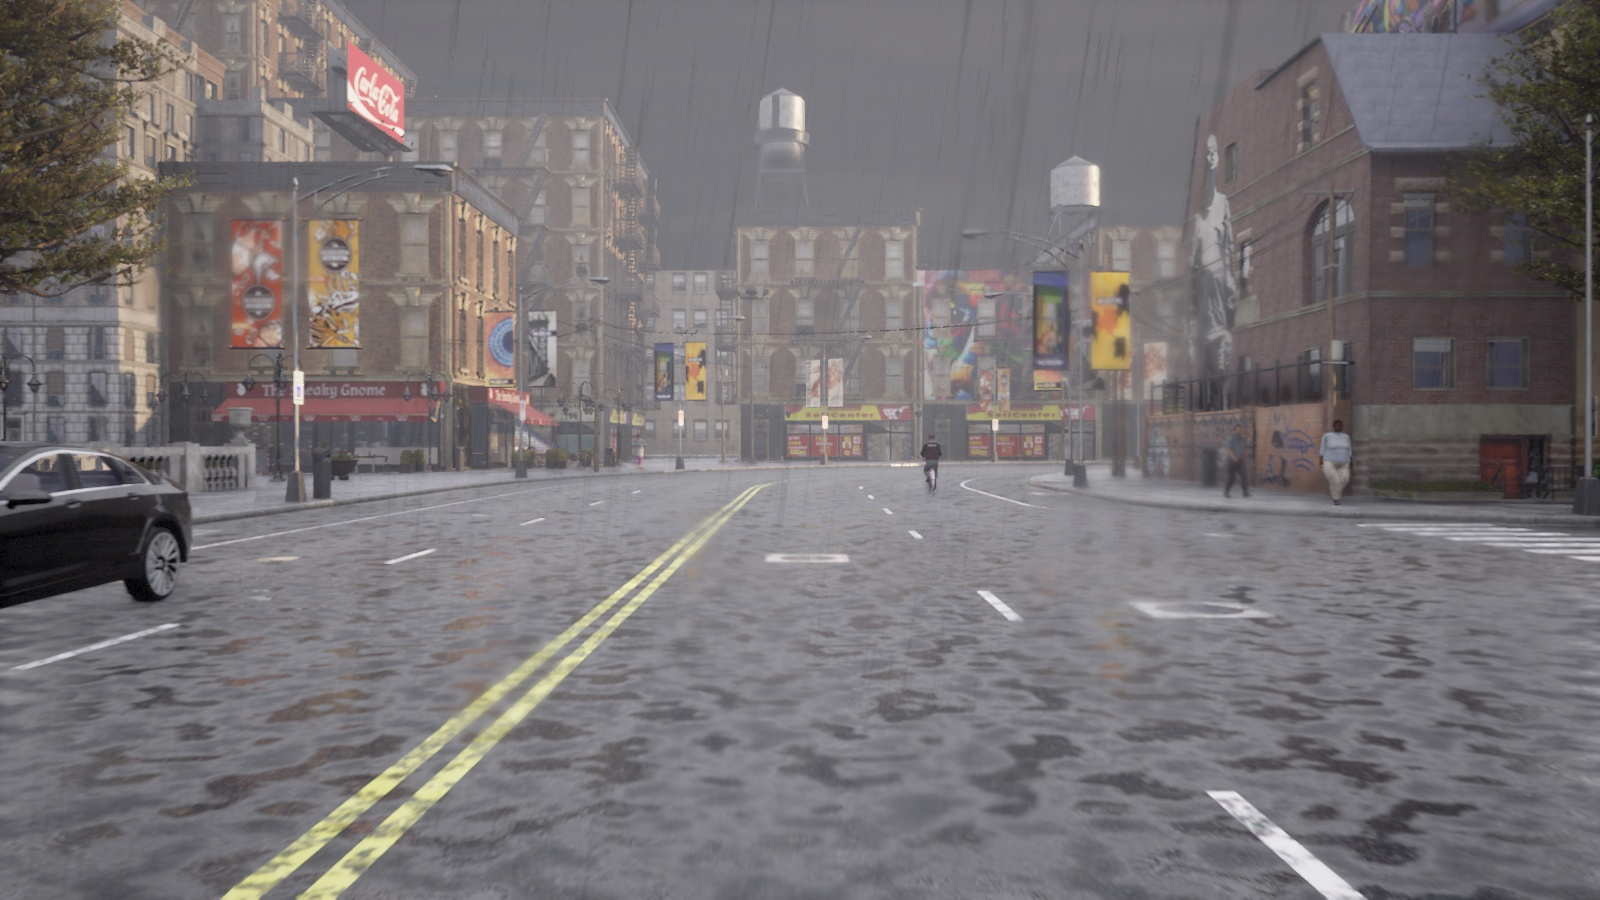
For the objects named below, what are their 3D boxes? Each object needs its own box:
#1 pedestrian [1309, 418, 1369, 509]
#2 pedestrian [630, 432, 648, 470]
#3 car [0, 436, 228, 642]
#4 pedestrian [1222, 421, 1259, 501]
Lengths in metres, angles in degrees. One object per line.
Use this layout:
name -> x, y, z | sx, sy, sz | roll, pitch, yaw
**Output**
pedestrian -> 11.243, 0.271, 26.226 | 0.874, 1.855, 0.900 | 0, 0, 0
pedestrian -> -8.400, 0.044, 65.586 | 0.659, 1.952, 0.873 | 0, 0, 17
car -> -6.930, 0.639, 10.421 | 2.128, 1.511, 4.902 | 0, 1, 0
pedestrian -> 10.401, 0.252, 29.649 | 0.540, 1.848, 0.694 | 0, 0, -11
